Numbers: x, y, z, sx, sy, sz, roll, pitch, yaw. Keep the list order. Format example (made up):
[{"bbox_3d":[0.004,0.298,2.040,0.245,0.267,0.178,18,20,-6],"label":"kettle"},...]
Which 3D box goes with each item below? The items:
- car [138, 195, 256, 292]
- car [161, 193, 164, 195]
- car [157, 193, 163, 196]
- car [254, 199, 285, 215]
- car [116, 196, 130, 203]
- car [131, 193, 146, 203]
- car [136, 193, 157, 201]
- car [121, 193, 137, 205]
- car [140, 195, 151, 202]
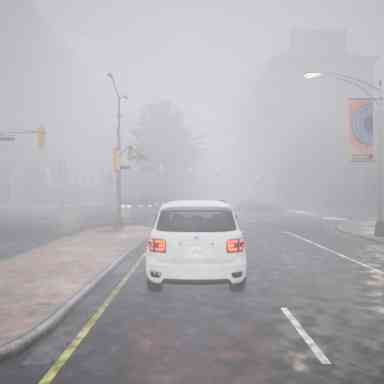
[{"bbox_3d":[0.108,1.221,9.101,2.150,2.045,5.566,0,0,1],"label":"car"},{"bbox_3d":[-7.672,1.219,80.817,2.150,2.045,5.566,0,0,0],"label":"car"},{"bbox_3d":[-7.720,1.521,68.983,1.812,1.442,4.674,0,0,0],"label":"car"},{"bbox_3d":[6.792,1.489,33.514,4.902,1.511,2.128,0,0,13],"label":"car"},{"bbox_3d":[-14.466,1.590,69.824,1.895,1.301,4.718,0,0,0],"label":"car"},{"bbox_3d":[-11.218,1.220,69.691,2.150,2.045,5.566,0,0,0],"label":"car"},{"bbox_3d":[-7.845,1.348,57.989,2.097,1.767,4.553,0,0,0],"label":"car"},{"bbox_3d":[-11.326,1.487,59.772,2.128,1.511,4.902,0,0,1],"label":"car"},{"bbox_3d":[-11.175,1.520,80.129,2.128,1.511,4.902,0,0,0],"label":"car"}]
